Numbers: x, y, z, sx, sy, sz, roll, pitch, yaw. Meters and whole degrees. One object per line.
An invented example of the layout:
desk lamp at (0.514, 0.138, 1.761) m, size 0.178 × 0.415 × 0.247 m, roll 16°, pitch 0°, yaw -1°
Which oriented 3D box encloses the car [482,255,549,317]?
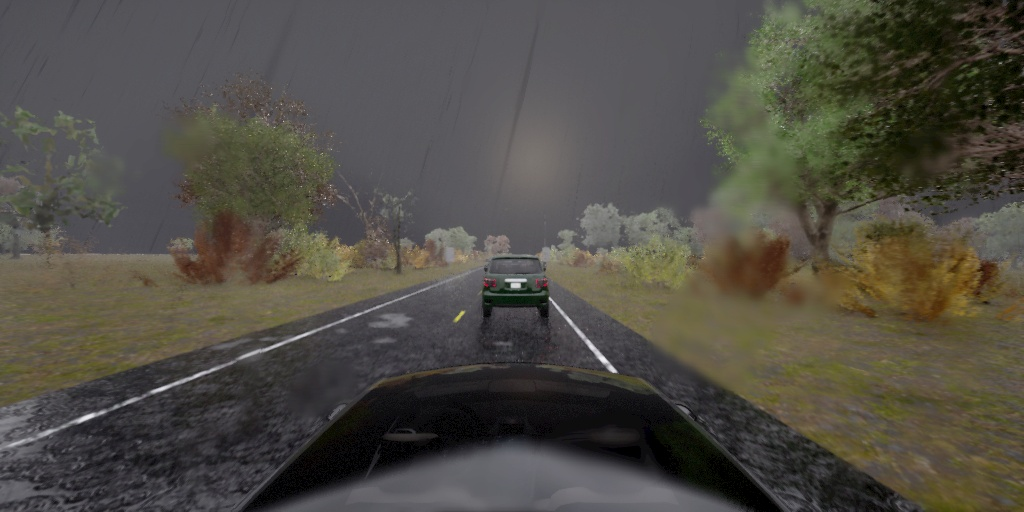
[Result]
car at (0.119, 0.971, 13.326) m, size 2.150 × 2.045 × 5.566 m, roll 0°, pitch 0°, yaw 0°

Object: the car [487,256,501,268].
car at (-3.132, 0.967, 63.187) m, size 2.150 × 2.045 × 5.566 m, roll 0°, pitch 0°, yaw 1°
